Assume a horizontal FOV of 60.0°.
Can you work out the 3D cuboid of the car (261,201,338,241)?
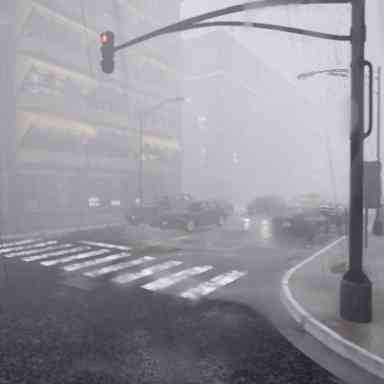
[{"bbox_3d":[5.079,1.345,15.338,1.947,1.339,4.313,2,2,35],"label":"car"}]

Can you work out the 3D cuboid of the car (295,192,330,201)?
[{"bbox_3d":[13.718,0.872,37.670,1.882,1.535,5.008,1,2,35],"label":"car"}]

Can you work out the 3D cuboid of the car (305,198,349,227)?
[{"bbox_3d":[8.284,1.280,19.894,1.802,1.307,4.206,2,2,35],"label":"car"}]

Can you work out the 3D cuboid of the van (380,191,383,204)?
[{"bbox_3d":[21.103,0.717,38.116,1.690,1.788,3.998,2,2,35],"label":"van"}]

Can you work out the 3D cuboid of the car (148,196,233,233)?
[{"bbox_3d":[0.096,1.213,18.336,1.882,1.535,5.008,1,1,35],"label":"car"}]

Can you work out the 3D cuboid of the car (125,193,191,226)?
[{"bbox_3d":[-1.750,1.023,20.183,2.192,1.841,5.009,2,2,35],"label":"car"}]

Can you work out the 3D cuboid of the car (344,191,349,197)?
[{"bbox_3d":[33.494,0.367,70.313,1.887,1.381,4.507,2,2,35],"label":"car"}]

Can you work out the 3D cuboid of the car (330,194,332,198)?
[{"bbox_3d":[20.676,0.709,52.086,1.947,1.339,4.313,2,2,35],"label":"car"}]

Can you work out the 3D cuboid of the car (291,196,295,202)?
[{"bbox_3d":[14.269,0.870,42.973,1.947,1.339,4.313,2,2,35],"label":"car"}]

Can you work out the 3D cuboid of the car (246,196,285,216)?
[{"bbox_3d":[6.026,1.091,26.767,1.837,1.490,4.892,1,1,35],"label":"car"}]

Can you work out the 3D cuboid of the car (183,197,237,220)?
[{"bbox_3d":[1.452,1.171,24.746,1.887,1.381,4.507,2,2,35],"label":"car"}]
